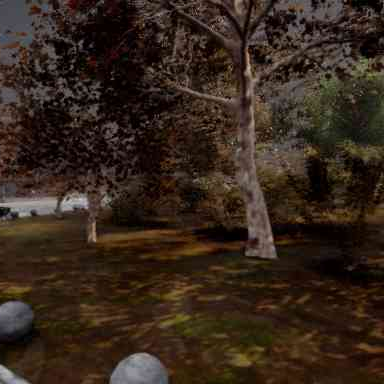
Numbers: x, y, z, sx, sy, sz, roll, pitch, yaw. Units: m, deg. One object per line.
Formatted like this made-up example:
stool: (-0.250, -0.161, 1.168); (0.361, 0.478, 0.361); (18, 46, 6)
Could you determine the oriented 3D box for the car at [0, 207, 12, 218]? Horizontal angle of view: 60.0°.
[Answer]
car: (-16.617, 1.570, 26.597); (1.895, 1.301, 4.718); (0, 1, 5)
